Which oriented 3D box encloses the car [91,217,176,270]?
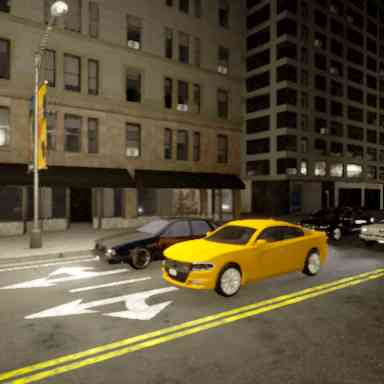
[{"bbox_3d":[-0.525,1.567,11.261,5.357,1.411,2.033,0,0,-32],"label":"car"}]

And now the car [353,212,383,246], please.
[{"bbox_3d":[9.194,1.624,14.230,4.718,1.301,1.895,0,0,-35],"label":"car"}]

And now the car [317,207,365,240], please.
[{"bbox_3d":[7.389,1.533,16.936,4.892,1.490,1.837,0,0,-36],"label":"car"}]

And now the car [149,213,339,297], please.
[{"bbox_3d":[1.585,1.493,8.817,5.008,1.535,1.882,0,0,-37],"label":"car"}]
